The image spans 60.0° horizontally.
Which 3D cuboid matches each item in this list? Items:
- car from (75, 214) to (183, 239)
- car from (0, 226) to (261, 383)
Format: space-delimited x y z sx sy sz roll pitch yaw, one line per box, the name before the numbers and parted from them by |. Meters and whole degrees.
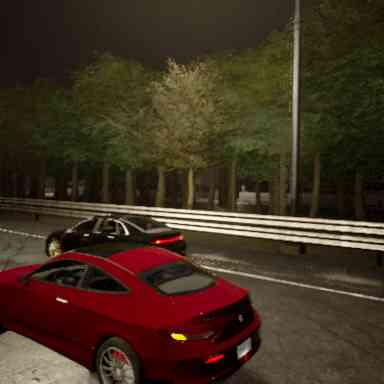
car | -2.465 1.441 10.081 4.892 1.490 1.837 0 -1 34
car | -1.307 1.498 4.924 4.674 1.442 1.812 0 0 36
